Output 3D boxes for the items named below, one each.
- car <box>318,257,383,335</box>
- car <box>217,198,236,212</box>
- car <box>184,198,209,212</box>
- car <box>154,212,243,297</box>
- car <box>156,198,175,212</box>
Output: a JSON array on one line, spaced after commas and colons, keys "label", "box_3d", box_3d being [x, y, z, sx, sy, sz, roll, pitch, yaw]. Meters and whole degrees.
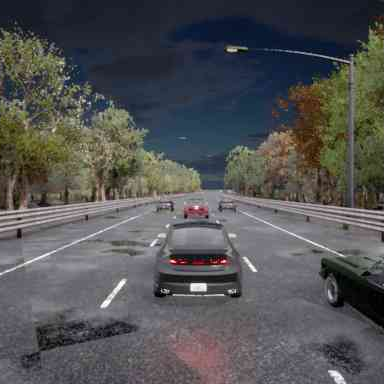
[{"label": "car", "box_3d": [3.614, 1.600, 4.996, 1.895, 1.301, 4.718, 0, 0, 0]}, {"label": "car", "box_3d": [4.007, 1.479, 38.668, 2.128, 1.511, 4.902, 0, 0, 1]}, {"label": "car", "box_3d": [0.355, 1.344, 29.500, 2.097, 1.767, 4.553, 0, 0, 0]}, {"label": "car", "box_3d": [0.133, 1.503, 8.532, 1.837, 1.490, 4.892, 0, 0, 0]}, {"label": "car", "box_3d": [-2.998, 1.479, 38.530, 2.128, 1.511, 4.902, 0, 0, 1]}]
